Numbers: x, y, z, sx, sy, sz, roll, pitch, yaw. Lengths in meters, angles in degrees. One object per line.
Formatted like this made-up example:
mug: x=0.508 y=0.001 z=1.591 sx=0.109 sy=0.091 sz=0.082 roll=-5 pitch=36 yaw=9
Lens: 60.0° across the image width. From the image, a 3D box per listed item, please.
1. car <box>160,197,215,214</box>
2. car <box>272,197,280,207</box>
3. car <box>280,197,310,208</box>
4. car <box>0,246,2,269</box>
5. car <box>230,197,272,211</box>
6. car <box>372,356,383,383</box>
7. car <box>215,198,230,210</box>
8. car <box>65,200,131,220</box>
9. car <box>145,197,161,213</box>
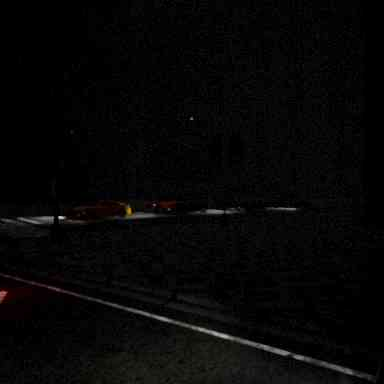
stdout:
car: x=-0.390 y=1.443 z=34.239 sx=4.902 sy=1.511 sz=2.128 roll=0 pitch=0 yaw=-41
car: x=12.428 y=1.446 z=49.432 sx=4.902 sy=1.511 sz=2.128 roll=0 pitch=0 yaw=-40
car: x=15.031 y=1.493 z=47.378 sx=4.674 sy=1.442 sz=1.812 roll=0 pitch=0 yaw=-39
car: x=-6.903 y=1.481 z=8.927 sx=5.008 sy=1.535 sz=1.882 roll=0 pitch=0 yaw=40
car: x=7.269 y=1.558 z=40.789 sx=4.718 sy=1.301 sz=1.895 roll=0 pitch=0 yaw=-40
car: x=3.201 y=1.349 z=1.347 sx=4.553 sy=1.767 sz=2.097 roll=0 pitch=0 yaw=36
car: x=4.532 y=1.471 z=42.721 sx=4.674 sy=1.442 sz=1.812 roll=0 pitch=0 yaw=-41
car: x=-7.607 y=1.427 z=28.056 sx=5.008 sy=1.535 sz=1.882 roll=0 pitch=0 yaw=-42
car: x=-2.939 y=1.292 z=36.333 sx=4.553 sy=1.767 sz=2.097 roll=0 pitch=0 yaw=-41
